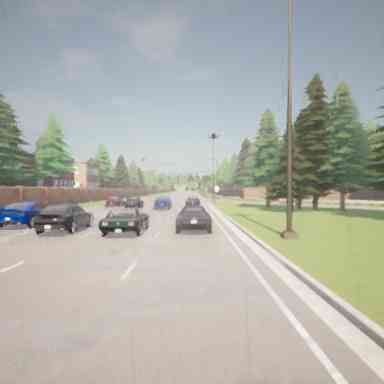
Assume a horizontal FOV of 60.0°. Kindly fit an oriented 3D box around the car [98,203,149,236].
[{"bbox_3d":[-3.401,1.490,17.575,1.895,1.301,4.718,0,0,0],"label":"car"}]

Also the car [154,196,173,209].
[{"bbox_3d":[-3.394,1.228,39.850,1.882,1.535,5.008,0,1,0],"label":"car"}]

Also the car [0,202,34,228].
[{"bbox_3d":[-10.401,1.344,21.240,1.882,1.535,5.008,0,0,0],"label":"car"}]

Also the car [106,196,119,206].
[{"bbox_3d":[-10.344,1.243,45.150,1.812,1.442,4.674,0,1,1],"label":"car"}]

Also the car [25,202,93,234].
[{"bbox_3d":[-6.902,1.391,18.312,1.837,1.490,4.892,0,1,0],"label":"car"}]

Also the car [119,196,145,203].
[{"bbox_3d":[-6.893,1.242,40.063,2.128,1.511,4.902,0,0,0],"label":"car"}]

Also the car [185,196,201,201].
[{"bbox_3d":[0.127,1.228,42.250,2.128,1.511,4.902,0,1,1],"label":"car"}]

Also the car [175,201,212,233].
[{"bbox_3d":[0.099,1.446,18.840,1.994,1.385,4.181,0,0,0],"label":"car"}]
